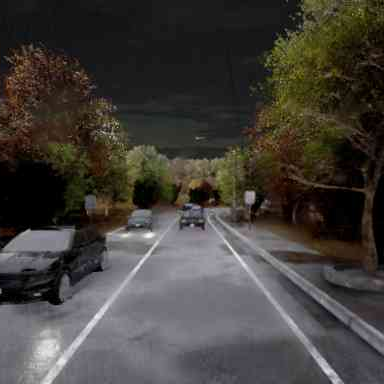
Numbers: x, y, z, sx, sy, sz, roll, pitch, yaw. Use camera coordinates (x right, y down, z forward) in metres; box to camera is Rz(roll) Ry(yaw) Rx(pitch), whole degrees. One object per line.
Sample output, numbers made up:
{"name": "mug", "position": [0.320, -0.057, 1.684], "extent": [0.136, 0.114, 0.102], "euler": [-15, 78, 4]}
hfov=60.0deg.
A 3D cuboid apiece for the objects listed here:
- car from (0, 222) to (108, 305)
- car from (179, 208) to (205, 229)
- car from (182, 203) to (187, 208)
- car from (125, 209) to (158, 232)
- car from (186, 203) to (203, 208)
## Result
{"name": "car", "position": [-3.587, 1.607, 8.585], "extent": [1.882, 1.535, 5.008], "euler": [0, -2, 0]}
{"name": "car", "position": [0.026, 2.121, 25.654], "extent": [1.895, 1.301, 4.718], "euler": [0, -1, 0]}
{"name": "car", "position": [-0.544, 2.808, 61.624], "extent": [1.882, 1.535, 5.008], "euler": [1, -1, 12]}
{"name": "car", "position": [-3.545, 1.993, 24.197], "extent": [1.837, 1.490, 4.892], "euler": [0, -2, 0]}
{"name": "car", "position": [0.686, 2.495, 44.677], "extent": [1.812, 1.442, 4.674], "euler": [0, -1, 5]}
